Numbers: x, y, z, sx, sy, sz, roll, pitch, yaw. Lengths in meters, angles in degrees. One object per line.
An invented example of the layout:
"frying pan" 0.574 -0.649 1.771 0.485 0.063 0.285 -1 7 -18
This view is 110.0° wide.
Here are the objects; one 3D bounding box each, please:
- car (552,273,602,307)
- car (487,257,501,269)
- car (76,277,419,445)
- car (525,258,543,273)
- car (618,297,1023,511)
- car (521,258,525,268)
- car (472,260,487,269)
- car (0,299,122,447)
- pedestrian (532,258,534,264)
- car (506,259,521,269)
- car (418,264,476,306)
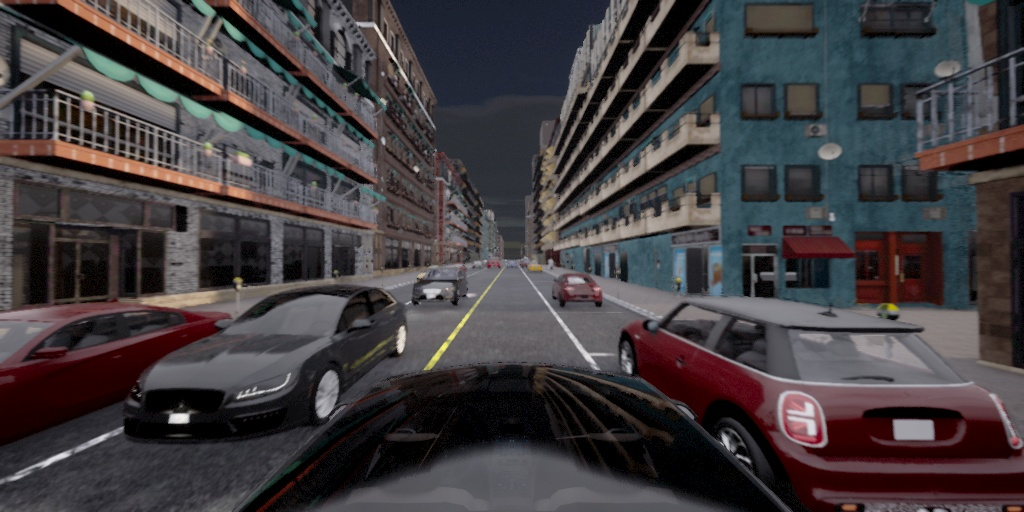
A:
"car" 2.694 1.371 15.395 1.802 1.307 4.207 0 0 0
"car" -3.029 1.141 60.408 2.150 2.045 5.566 0 0 1
"car" -3.097 1.266 5.766 1.837 1.490 4.892 0 0 0
"car" 3.007 1.340 47.359 1.801 1.575 5.366 0 0 0
"car" 2.692 1.197 4.348 1.967 1.591 4.097 0 0 0
"car" 2.702 1.379 65.105 1.967 1.591 4.097 0 0 0
"car" -5.680 1.472 59.597 2.007 1.370 4.403 0 0 0
"car" -5.689 1.302 4.363 1.888 1.381 4.507 0 0 0
"pedestrian" 3.008 1.187 50.361 0.375 1.860 0.375 1 -1 0
"car" 0.010 1.492 61.366 2.033 1.411 5.357 0 0 0
"car" -3.087 1.283 16.213 2.128 1.511 4.902 0 0 0
